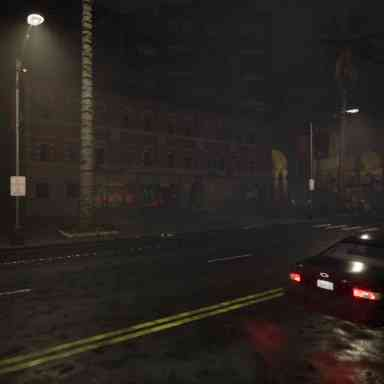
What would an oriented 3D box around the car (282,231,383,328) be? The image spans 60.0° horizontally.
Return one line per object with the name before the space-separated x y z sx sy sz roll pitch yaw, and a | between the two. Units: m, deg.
car | 4.192 1.547 6.852 5.357 1.411 2.033 0 0 -36
